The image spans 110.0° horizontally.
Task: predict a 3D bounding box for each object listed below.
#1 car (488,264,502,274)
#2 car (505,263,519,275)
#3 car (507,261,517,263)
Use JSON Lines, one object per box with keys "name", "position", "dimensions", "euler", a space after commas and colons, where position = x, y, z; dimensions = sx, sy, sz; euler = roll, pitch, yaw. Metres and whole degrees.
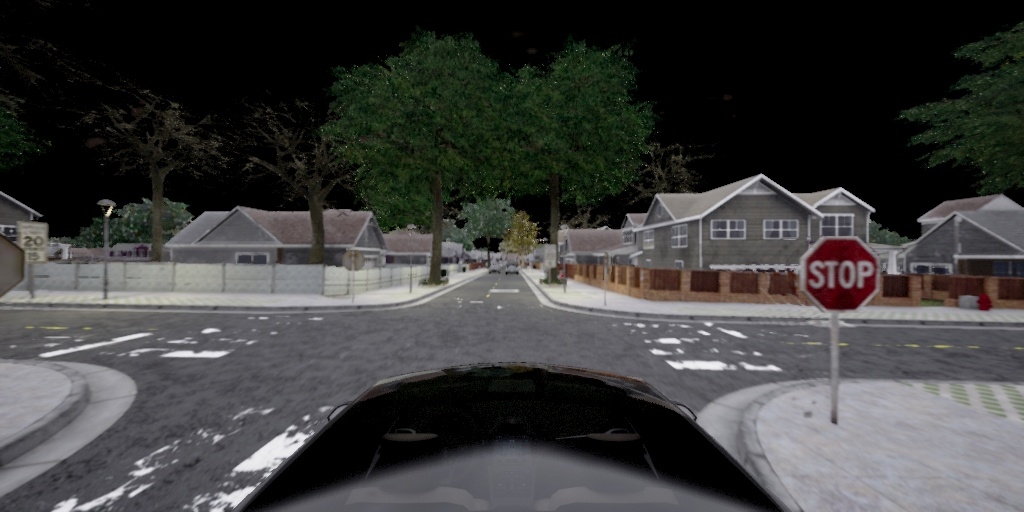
{"name": "car", "position": [-2.746, 2.096, 57.524], "dimensions": [1.837, 1.490, 4.892], "euler": [0, -1, 0]}
{"name": "car", "position": [0.004, 2.080, 52.926], "dimensions": [1.994, 1.385, 4.181], "euler": [0, -1, 0]}
{"name": "car", "position": [0.005, 1.902, 62.961], "dimensions": [2.150, 2.045, 5.566], "euler": [0, -1, 0]}
